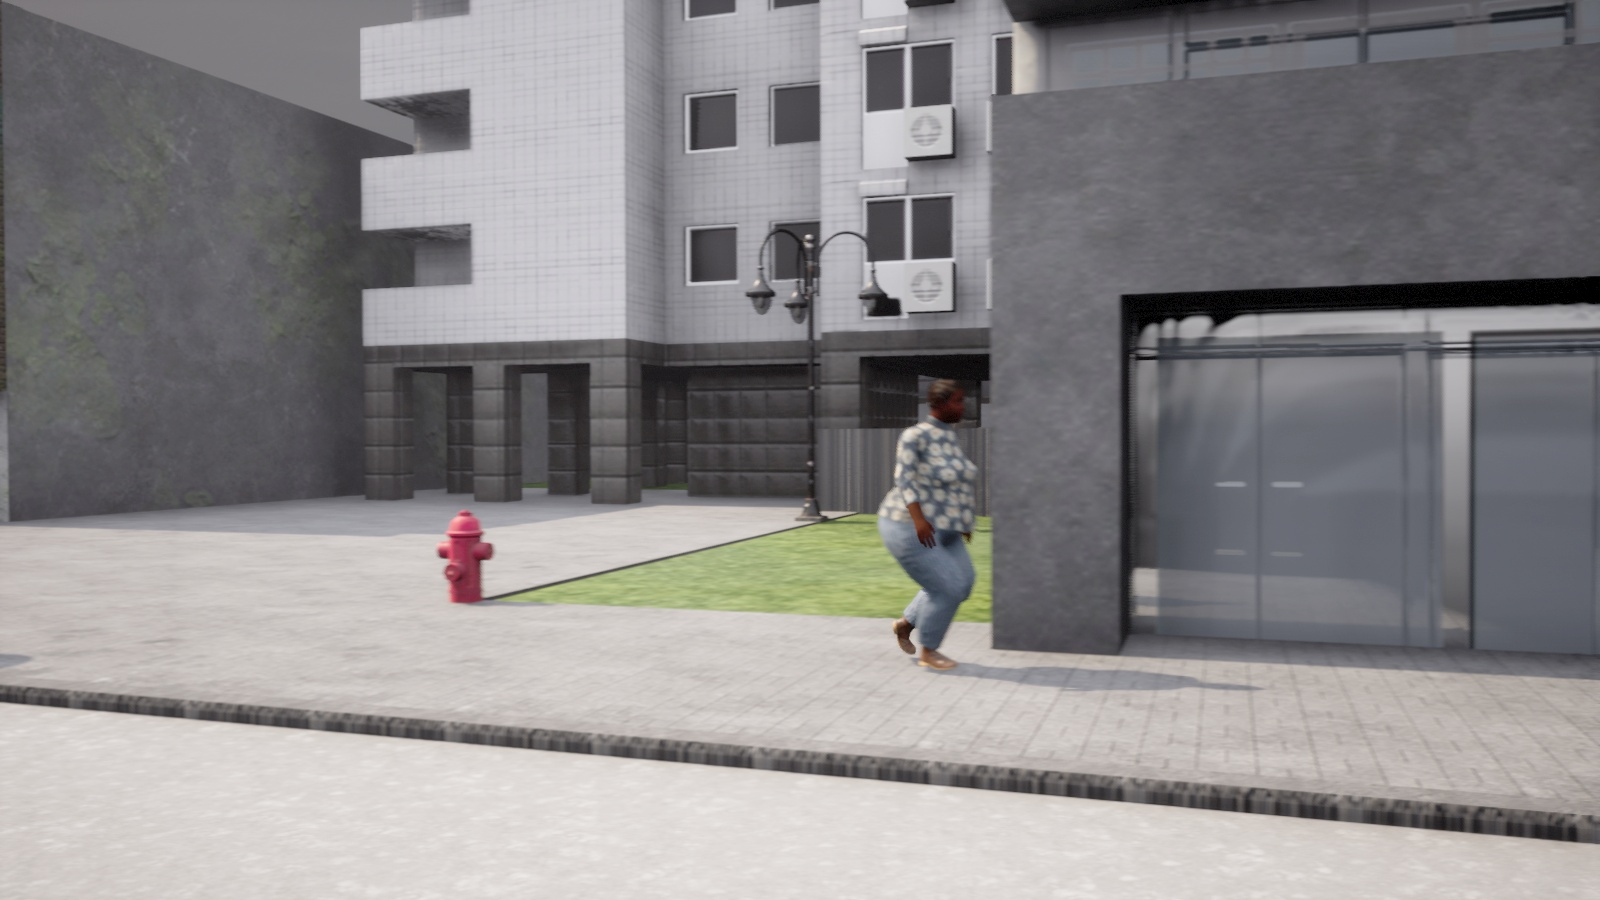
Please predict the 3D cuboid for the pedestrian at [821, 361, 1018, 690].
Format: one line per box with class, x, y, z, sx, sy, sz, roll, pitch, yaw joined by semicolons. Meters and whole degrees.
pedestrian;0.739;0.416;7.668;0.900;1.855;0.874;1;1;31
